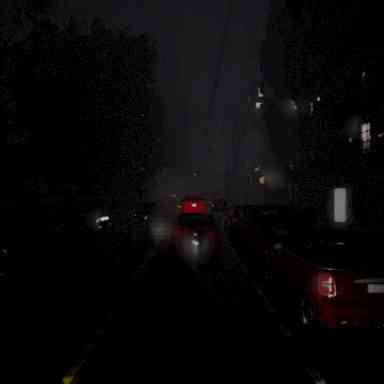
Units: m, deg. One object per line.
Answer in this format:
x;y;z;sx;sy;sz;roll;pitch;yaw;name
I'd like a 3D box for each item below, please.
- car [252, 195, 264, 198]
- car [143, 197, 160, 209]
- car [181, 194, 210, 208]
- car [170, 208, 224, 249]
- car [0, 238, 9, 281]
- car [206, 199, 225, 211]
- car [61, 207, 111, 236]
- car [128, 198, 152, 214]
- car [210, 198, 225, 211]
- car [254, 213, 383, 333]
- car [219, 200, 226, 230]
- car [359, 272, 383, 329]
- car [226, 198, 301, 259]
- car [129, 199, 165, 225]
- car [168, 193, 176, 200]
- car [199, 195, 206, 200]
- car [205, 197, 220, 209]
14.829;1.583;73.174;5.009;1.841;2.192;1;-1;0;car
-5.559;1.510;46.071;1.752;1.417;4.829;0;0;0;car
0.183;1.206;30.379;2.150;2.045;5.566;0;0;0;car
0.132;1.592;14.510;1.895;1.301;4.718;0;0;0;car
-5.675;1.436;6.828;1.967;1.590;4.097;0;0;0;car
2.806;1.549;40.586;1.947;1.339;4.313;0;0;0;car
-5.641;1.540;18.090;2.008;1.369;4.403;0;0;0;car
-5.592;1.509;34.810;1.752;1.417;4.829;0;0;0;car
2.789;1.423;34.956;1.967;1.590;4.097;0;0;0;car
2.706;1.436;6.804;1.967;1.590;4.097;0;0;0;car
2.739;1.429;18.065;1.967;1.590;4.097;0;0;0;car
2.689;1.544;1.175;1.887;1.381;4.507;0;0;0;car
2.722;1.307;12.434;2.192;1.841;5.009;0;0;0;car
-3.033;1.491;24.291;1.837;1.490;4.892;0;0;0;car
-5.431;1.321;89.807;2.192;1.841;5.009;0;0;0;car
2.967;1.537;95.488;1.752;1.417;4.829;0;0;0;car
2.822;1.510;46.388;1.752;1.417;4.829;0;0;0;car
